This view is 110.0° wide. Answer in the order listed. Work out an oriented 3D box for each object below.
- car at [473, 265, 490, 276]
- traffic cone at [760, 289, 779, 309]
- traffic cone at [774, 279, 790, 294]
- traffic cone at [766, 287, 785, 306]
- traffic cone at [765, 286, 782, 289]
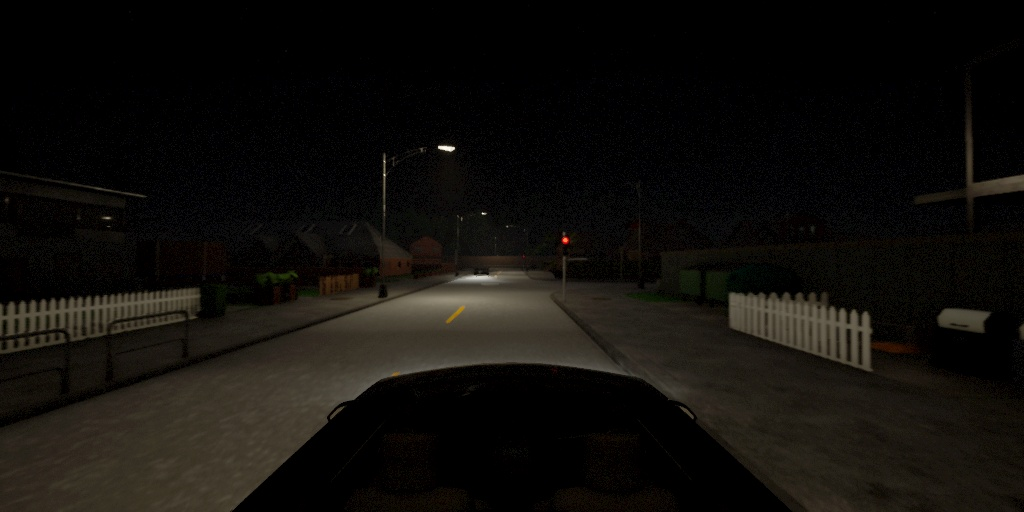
[{"bbox_3d":[-4.004,1.895,47.561,2.128,1.511,4.902,0,0,0],"label":"car"},{"bbox_3d":[10.390,1.750,14.477,0.344,0.586,0.344,0,0,0],"label":"traffic cone"},{"bbox_3d":[15.796,1.821,20.970,0.344,0.586,0.344,0,0,0],"label":"traffic cone"},{"bbox_3d":[11.389,1.739,15.517,0.344,0.586,0.344,0,0,0],"label":"traffic cone"},{"bbox_3d":[11.750,1.750,16.087,0.344,0.586,0.344,0,0,0],"label":"traffic cone"}]
